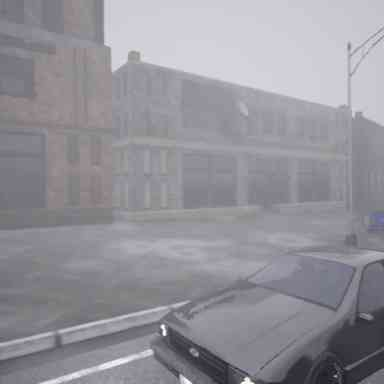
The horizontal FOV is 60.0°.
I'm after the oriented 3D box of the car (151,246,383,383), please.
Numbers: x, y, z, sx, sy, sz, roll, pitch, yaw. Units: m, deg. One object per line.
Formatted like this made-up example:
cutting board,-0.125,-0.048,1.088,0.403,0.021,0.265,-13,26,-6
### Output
car,2.128,1.570,4.893,5.357,1.411,2.033,1,0,-35
